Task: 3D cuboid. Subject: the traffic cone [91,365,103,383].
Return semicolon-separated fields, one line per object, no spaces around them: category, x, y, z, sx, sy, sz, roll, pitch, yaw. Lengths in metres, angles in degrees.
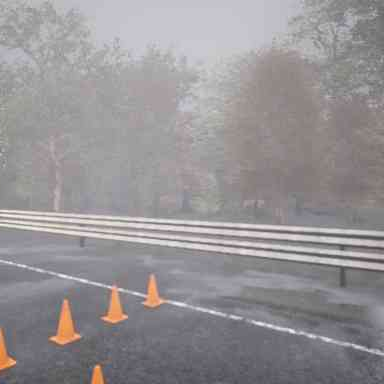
traffic cone;-0.911;1.967;3.197;0.340;0.580;0.340;0;0;35

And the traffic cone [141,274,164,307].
traffic cone;-0.810;1.977;6.801;0.340;0.580;0.340;0;0;35

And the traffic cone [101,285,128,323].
traffic cone;-1.388;1.976;5.984;0.340;0.580;0.340;0;0;35

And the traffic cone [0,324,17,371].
traffic cone;-2.543;1.976;4.352;0.340;0.580;0.340;0;0;35

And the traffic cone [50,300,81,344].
traffic cone;-1.965;1.976;5.168;0.340;0.580;0.340;0;0;35
